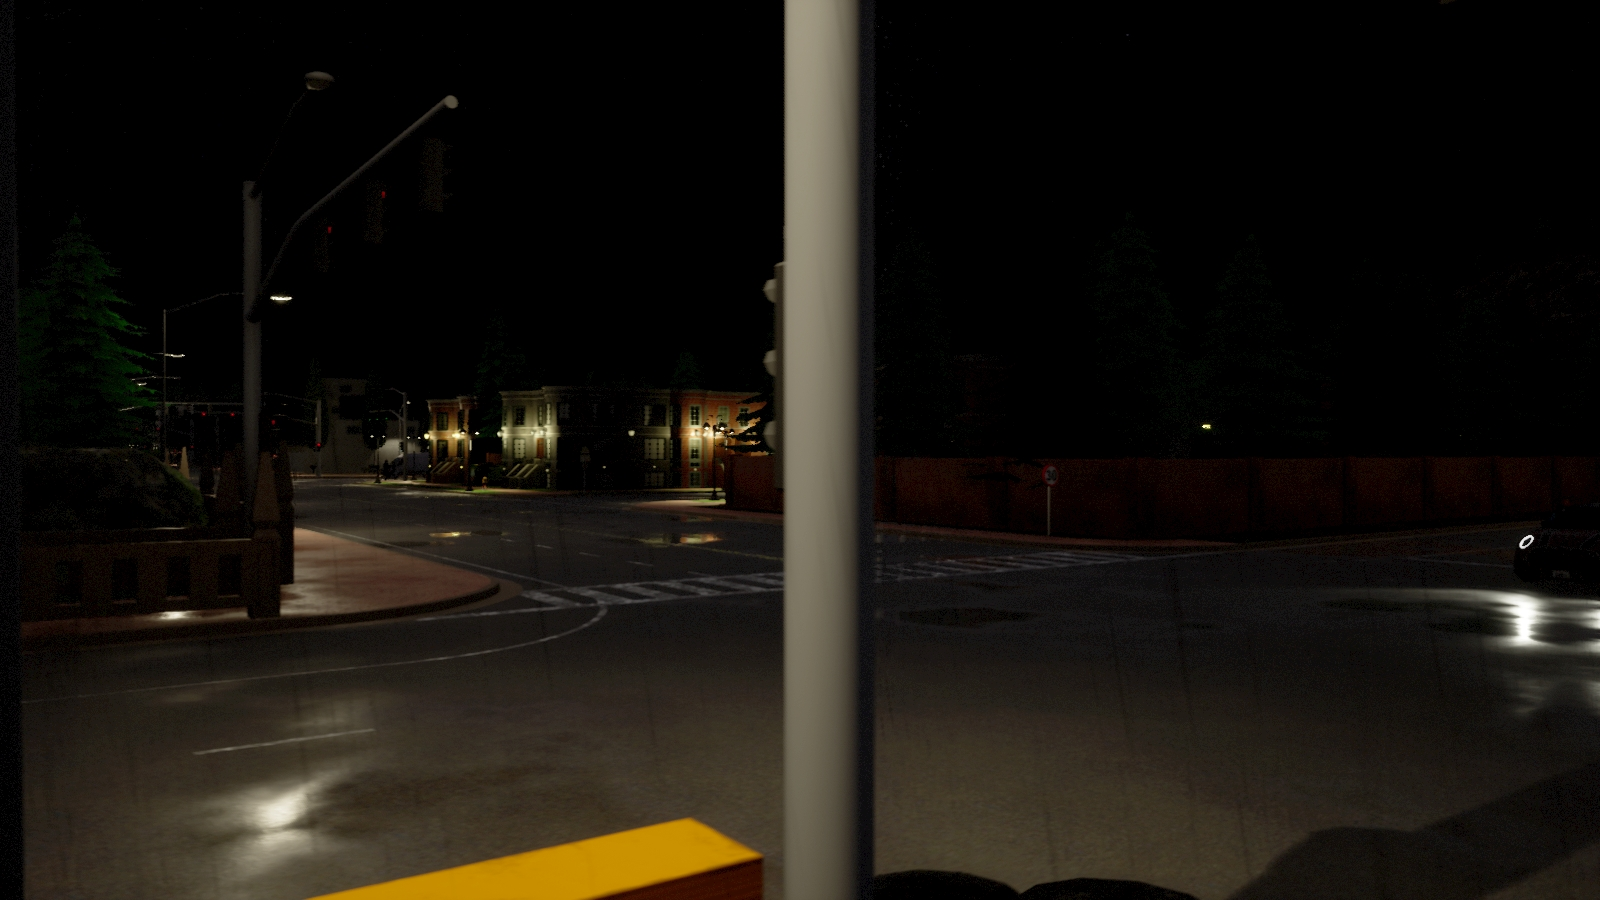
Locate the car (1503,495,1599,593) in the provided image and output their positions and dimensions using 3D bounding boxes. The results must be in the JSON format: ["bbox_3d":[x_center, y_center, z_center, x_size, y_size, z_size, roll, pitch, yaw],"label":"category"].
[{"bbox_3d":[17.184,1.927,24.378,4.553,1.767,2.097,0,0,-35],"label":"car"}]
